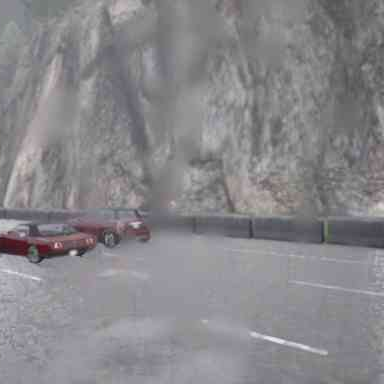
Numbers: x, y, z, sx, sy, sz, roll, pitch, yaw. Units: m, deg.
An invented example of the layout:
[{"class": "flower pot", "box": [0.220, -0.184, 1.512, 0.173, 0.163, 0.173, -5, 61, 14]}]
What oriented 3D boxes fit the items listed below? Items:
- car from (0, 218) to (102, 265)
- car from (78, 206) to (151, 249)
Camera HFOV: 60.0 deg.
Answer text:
[{"class": "car", "box": [-5.737, 1.749, 12.367, 4.718, 1.301, 1.895, -1, 0, 36]}, {"class": "car", "box": [-4.119, 1.506, 15.520, 4.553, 1.767, 2.097, -1, 0, 36]}]
